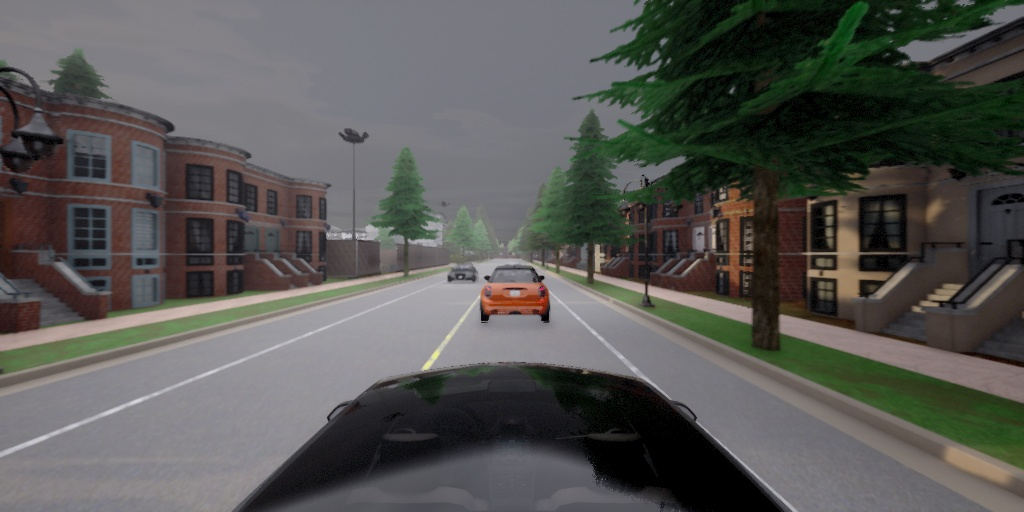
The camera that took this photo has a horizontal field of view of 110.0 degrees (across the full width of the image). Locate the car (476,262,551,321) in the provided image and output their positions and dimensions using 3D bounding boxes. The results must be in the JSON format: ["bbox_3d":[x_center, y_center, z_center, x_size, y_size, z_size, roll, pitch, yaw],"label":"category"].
[{"bbox_3d":[0.090,1.082,12.412,2.097,1.767,4.553,0,0,0],"label":"car"}]

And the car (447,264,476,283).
[{"bbox_3d":[-3.608,1.269,27.024,1.994,1.385,4.181,0,0,0],"label":"car"}]
